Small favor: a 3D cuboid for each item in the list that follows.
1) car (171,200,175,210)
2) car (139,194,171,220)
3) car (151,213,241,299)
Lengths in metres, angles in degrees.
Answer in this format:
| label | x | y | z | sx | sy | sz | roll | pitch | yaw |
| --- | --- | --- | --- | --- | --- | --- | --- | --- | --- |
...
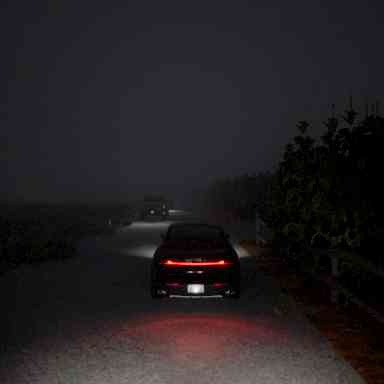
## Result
| label | x | y | z | sx | sy | sz | roll | pitch | yaw |
| --- | --- | --- | --- | --- | --- | --- | --- | --- | --- |
| car | -3.206 | 1.556 | 42.143 | 1.994 | 1.385 | 4.181 | 0 | 0 | 0 |
| car | -3.170 | 1.217 | 28.560 | 2.150 | 2.045 | 5.566 | 0 | 0 | -2 |
| car | 0.079 | 1.503 | 8.452 | 1.837 | 1.490 | 4.892 | 0 | 0 | 0 |
